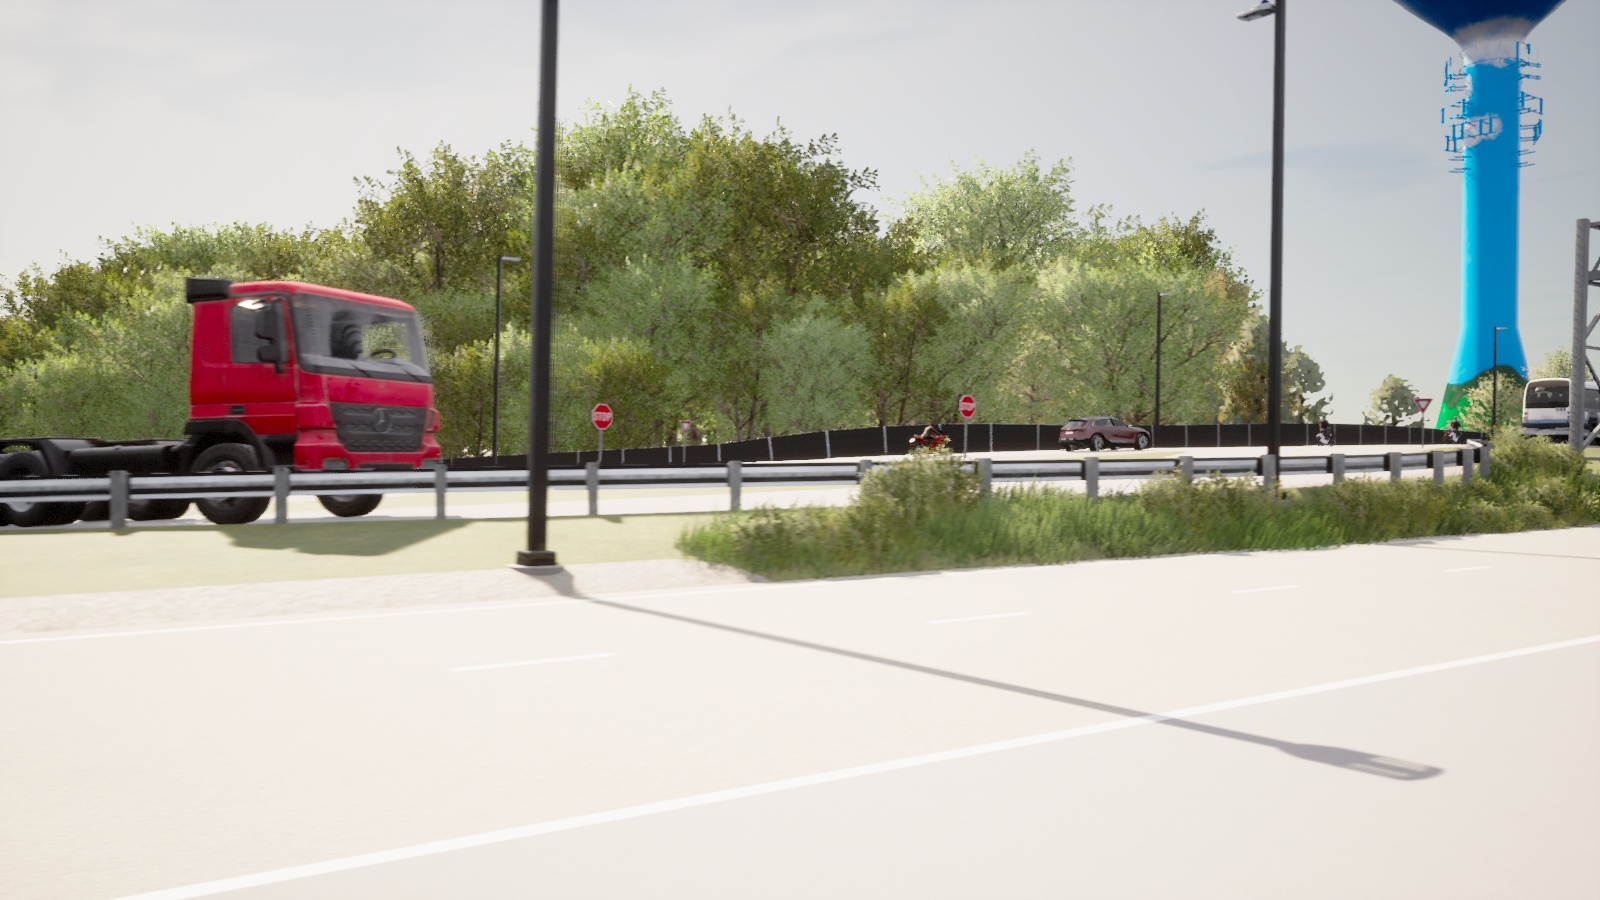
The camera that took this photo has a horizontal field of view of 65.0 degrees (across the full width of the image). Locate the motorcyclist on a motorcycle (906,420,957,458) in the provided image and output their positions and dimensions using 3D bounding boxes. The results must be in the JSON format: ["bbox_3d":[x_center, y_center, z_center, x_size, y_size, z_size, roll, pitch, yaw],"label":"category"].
[{"bbox_3d":[5.539,-0.458,52.864,2.044,1.523,0.797,-2,1,-33],"label":"motorcyclist on a motorcycle"}]

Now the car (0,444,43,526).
[{"bbox_3d":[-17.280,0.753,23.940,5.008,1.535,1.882,-2,-2,14],"label":"car"}]

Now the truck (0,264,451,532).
[{"bbox_3d":[-9.615,-0.580,19.261,7.936,3.462,2.891,-2,-1,20],"label":"truck"}]

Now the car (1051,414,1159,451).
[{"bbox_3d":[14.319,-0.825,58.850,4.856,1.649,2.033,-2,1,-32],"label":"car"}]
